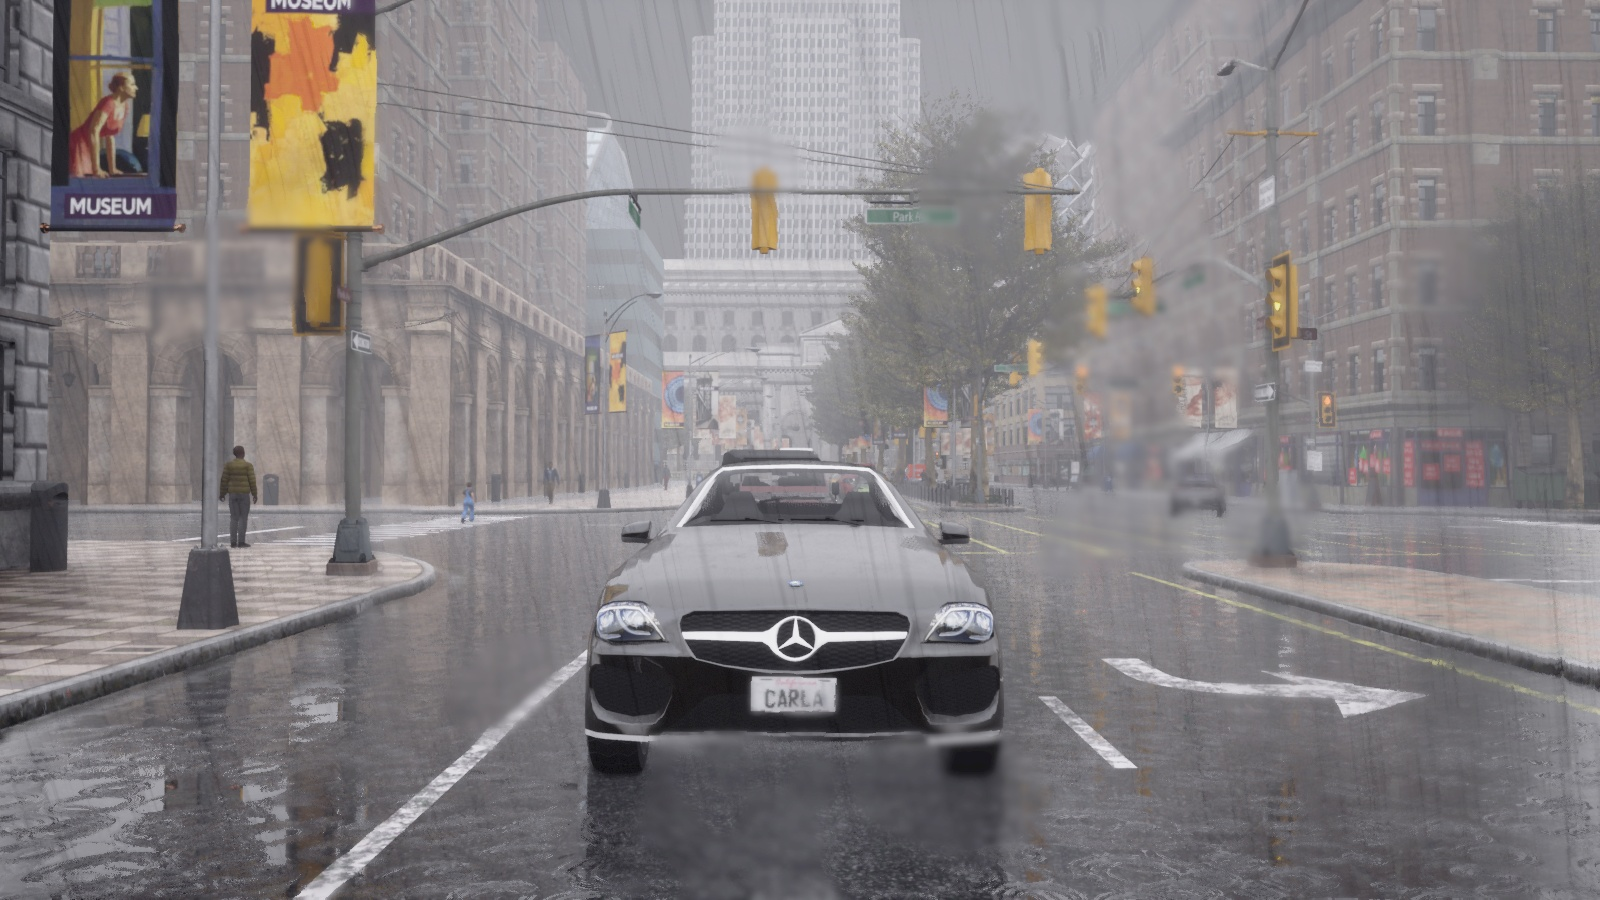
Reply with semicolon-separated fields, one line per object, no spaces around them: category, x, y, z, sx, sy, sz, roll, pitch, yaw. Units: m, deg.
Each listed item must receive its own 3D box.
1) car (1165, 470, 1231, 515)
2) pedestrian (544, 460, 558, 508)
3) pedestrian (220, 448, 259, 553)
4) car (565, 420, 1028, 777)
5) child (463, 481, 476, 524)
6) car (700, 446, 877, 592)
car;14.292;1.467;44.953;2.128;1.511;4.902;0;-1;19
pedestrian;-10.126;1.366;51.016;0.423;1.949;0.788;0;-1;0
pedestrian;-9.985;0.886;22.381;0.370;1.835;0.726;0;-1;1
car;-0.025;0.733;8.363;2.152;1.651;5.027;0;-1;0
child;-9.820;1.563;37.306;0.270;1.263;0.437;0;-1;2
car;-0.294;0.918;18.273;1.905;1.878;3.866;0;-1;-11
